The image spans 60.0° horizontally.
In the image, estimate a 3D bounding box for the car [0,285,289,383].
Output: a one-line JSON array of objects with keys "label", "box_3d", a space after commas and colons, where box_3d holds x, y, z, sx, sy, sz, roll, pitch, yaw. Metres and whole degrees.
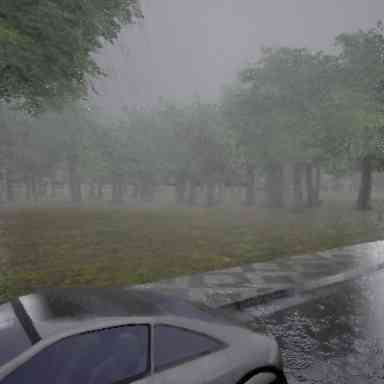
[{"label": "car", "box_3d": [-1.166, 1.563, 2.545, 4.181, 1.385, 1.994, 0, 0, -36]}]
